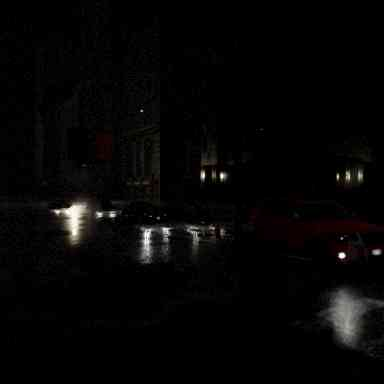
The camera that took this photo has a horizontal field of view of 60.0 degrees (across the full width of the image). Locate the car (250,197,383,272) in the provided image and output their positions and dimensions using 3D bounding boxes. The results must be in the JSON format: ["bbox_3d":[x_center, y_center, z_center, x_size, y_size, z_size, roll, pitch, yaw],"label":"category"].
[{"bbox_3d":[4.016,1.227,11.333,2.150,2.045,5.566,0,0,-18],"label":"car"}]

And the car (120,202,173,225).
[{"bbox_3d":[-3.618,1.497,24.031,1.837,1.490,4.892,0,0,-35],"label":"car"}]

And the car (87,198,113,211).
[{"bbox_3d":[-11.266,1.463,40.486,1.882,1.535,5.008,0,0,-35],"label":"car"}]

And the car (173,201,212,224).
[{"bbox_3d":[-0.518,1.465,25.279,1.882,1.535,5.008,0,0,-35],"label":"car"}]

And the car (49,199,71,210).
[{"bbox_3d":[-17.307,1.559,43.461,1.994,1.385,4.181,0,0,-35],"label":"car"}]
